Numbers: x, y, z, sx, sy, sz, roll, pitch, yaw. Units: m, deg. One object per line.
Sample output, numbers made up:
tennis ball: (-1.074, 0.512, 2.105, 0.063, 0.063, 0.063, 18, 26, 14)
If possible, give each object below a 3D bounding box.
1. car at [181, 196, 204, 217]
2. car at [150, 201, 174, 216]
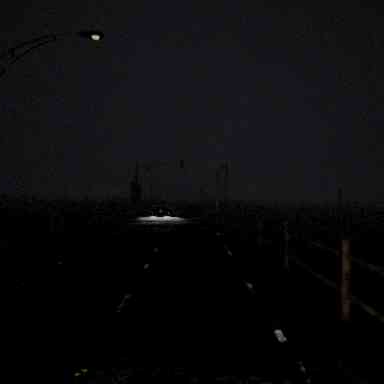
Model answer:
car: (0.093, 1.449, 31.430, 1.882, 1.535, 5.008, 0, 0, -1)
car: (-2.774, 1.535, 31.588, 1.994, 1.385, 4.181, 0, 0, 1)
